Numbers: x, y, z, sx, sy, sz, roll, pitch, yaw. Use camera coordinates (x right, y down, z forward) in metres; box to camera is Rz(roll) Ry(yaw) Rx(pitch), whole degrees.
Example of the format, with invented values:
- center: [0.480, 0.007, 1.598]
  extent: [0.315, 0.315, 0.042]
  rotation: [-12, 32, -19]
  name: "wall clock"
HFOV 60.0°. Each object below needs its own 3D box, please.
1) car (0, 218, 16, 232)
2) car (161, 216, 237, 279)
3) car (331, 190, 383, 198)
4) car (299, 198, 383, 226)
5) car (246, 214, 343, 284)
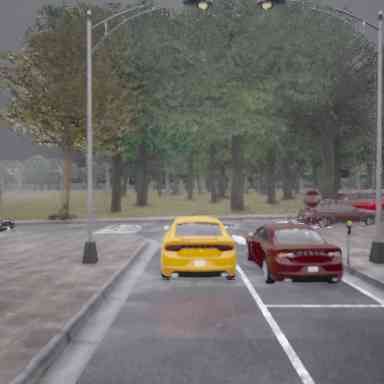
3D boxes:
- center: [-13.600, 1.856, 19.896]
  extent: [5.357, 1.411, 2.033]
  rotation: [-1, 1, 0]
  name: "car"
- center: [0.148, 1.473, 10.063]
  extent: [1.882, 1.535, 5.008]
  rotation: [0, 0, -1]
  name: "car"
- center: [10.870, 0.901, 22.838]
  extent: [5.566, 2.045, 2.150]
  rotation: [-1, 1, 0]
  name: "car"
- center: [8.660, 1.309, 19.763]
  extent: [4.674, 1.442, 1.812]
  rotation: [-1, 0, -6]
  name: "car"
- center: [2.626, 1.541, 9.454]
  extent: [1.887, 1.381, 4.507]
  rotation: [-1, 0, 0]
  name: "car"
